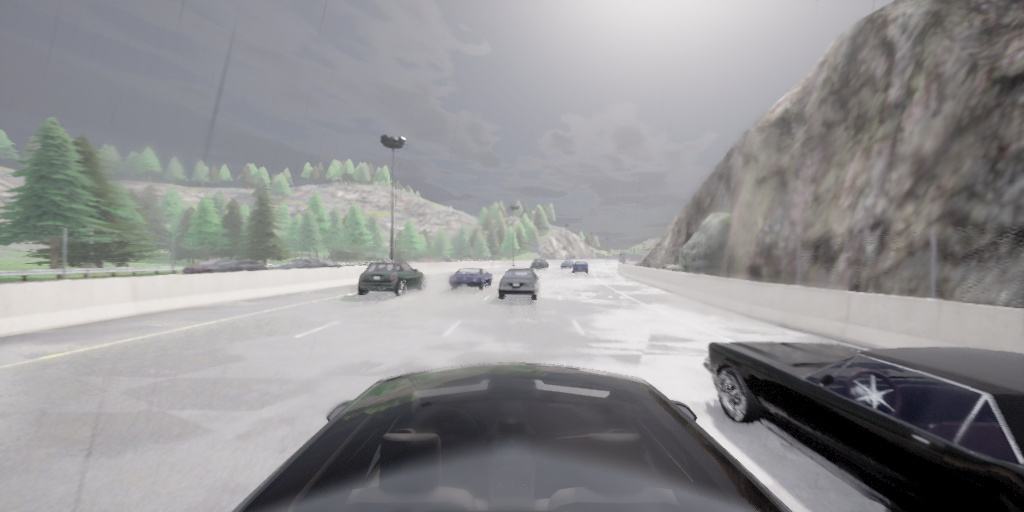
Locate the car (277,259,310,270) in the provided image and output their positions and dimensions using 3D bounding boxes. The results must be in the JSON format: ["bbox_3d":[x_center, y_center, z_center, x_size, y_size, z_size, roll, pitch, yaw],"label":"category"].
[{"bbox_3d":[-18.868,1.065,32.337,2.128,1.511,4.902,1,0,9],"label":"car"}]

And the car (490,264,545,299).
[{"bbox_3d":[0.460,1.322,18.342,2.033,1.411,5.357,1,0,6],"label":"car"}]

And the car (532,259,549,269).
[{"bbox_3d":[4.521,1.215,56.785,2.097,1.767,4.553,1,0,17],"label":"car"}]

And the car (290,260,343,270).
[{"bbox_3d":[-15.695,1.208,29.922,1.895,1.301,4.718,1,0,8],"label":"car"}]

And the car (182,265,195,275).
[{"bbox_3d":[-26.046,1.019,31.489,1.812,1.442,4.674,1,0,8],"label":"car"}]

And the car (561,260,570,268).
[{"bbox_3d":[10.087,1.481,63.746,2.033,1.411,5.357,1,0,21],"label":"car"}]

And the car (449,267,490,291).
[{"bbox_3d":[-2.398,1.348,22.181,1.895,1.301,4.718,1,0,6],"label":"car"}]

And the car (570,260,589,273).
[{"bbox_3d":[9.241,1.384,47.866,1.882,1.535,5.008,0,0,15],"label":"car"}]

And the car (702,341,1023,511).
[{"bbox_3d":[3.585,1.392,2.872,1.895,1.301,4.718,1,0,0],"label":"car"}]

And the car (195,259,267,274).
[{"bbox_3d":[-22.758,1.035,29.666,1.837,1.490,4.892,1,-1,8],"label":"car"}]

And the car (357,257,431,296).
[{"bbox_3d":[-6.154,1.053,18.907,2.097,1.767,4.553,1,0,5],"label":"car"}]
